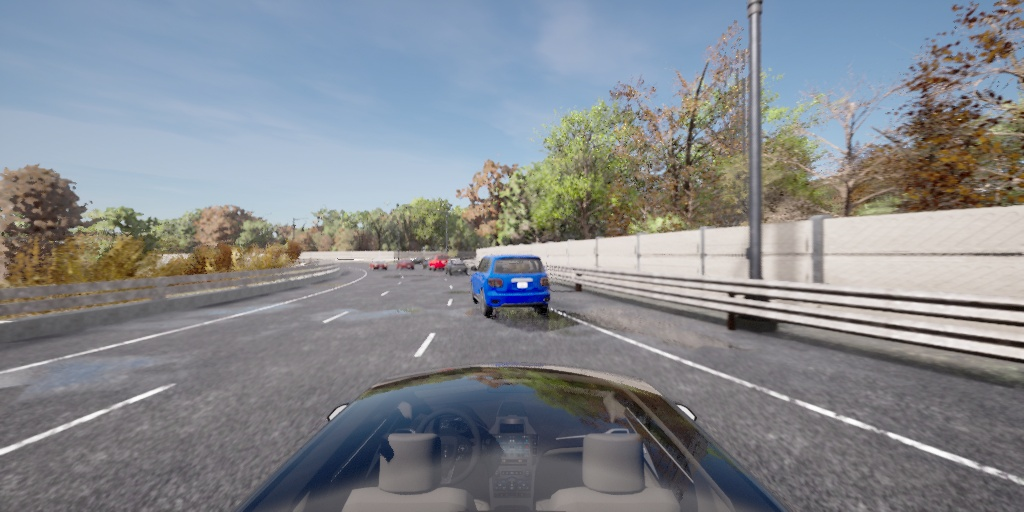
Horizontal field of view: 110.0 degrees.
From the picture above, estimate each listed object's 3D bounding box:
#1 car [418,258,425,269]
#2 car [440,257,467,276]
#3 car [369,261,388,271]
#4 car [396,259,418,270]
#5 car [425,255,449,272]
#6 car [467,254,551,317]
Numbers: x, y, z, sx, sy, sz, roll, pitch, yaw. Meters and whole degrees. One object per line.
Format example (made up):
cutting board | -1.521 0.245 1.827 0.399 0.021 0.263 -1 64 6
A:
car | -11.469 1.236 51.060 1.994 1.385 4.181 0 0 -28
car | -5.685 1.174 36.232 2.128 1.511 4.902 0 0 -18
car | -18.030 1.309 48.361 1.895 1.301 4.718 0 0 -28
car | -14.840 1.216 49.815 1.812 1.442 4.674 0 0 -28
car | -9.343 0.897 46.280 2.150 2.045 5.566 0 0 -22
car | -0.250 0.945 13.427 2.150 2.045 5.566 0 1 -12
